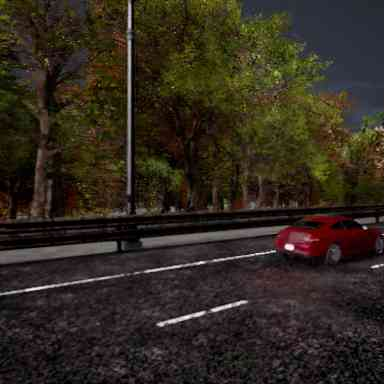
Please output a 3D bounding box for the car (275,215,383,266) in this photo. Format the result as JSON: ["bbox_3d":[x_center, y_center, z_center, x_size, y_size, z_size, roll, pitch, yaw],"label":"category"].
[{"bbox_3d":[4.861,1.528,11.577,4.674,1.442,1.812,0,0,-36],"label":"car"}]
